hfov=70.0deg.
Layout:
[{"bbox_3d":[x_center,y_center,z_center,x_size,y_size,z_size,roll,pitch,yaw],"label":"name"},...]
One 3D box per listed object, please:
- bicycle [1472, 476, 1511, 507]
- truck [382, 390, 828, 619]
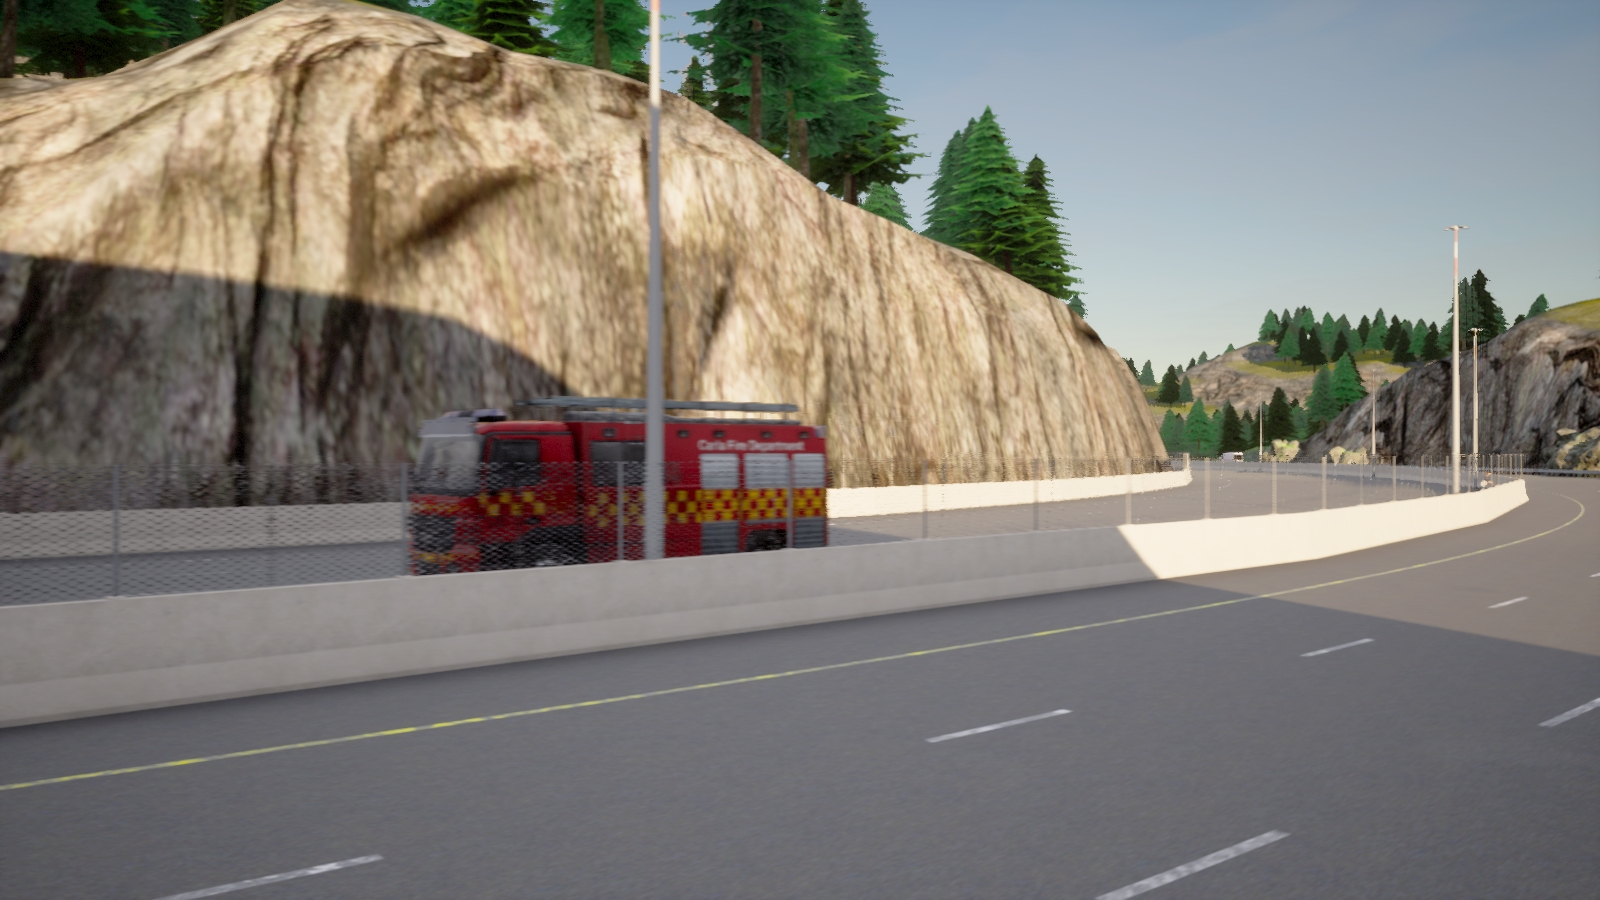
[{"bbox_3d":[35.046,2.105,57.906,1.643,1.514,0.373,-2,-5,37],"label":"bicycle"},{"bbox_3d":[-3.586,0.910,22.839,8.468,3.827,2.891,0,0,-39],"label":"truck"}]
